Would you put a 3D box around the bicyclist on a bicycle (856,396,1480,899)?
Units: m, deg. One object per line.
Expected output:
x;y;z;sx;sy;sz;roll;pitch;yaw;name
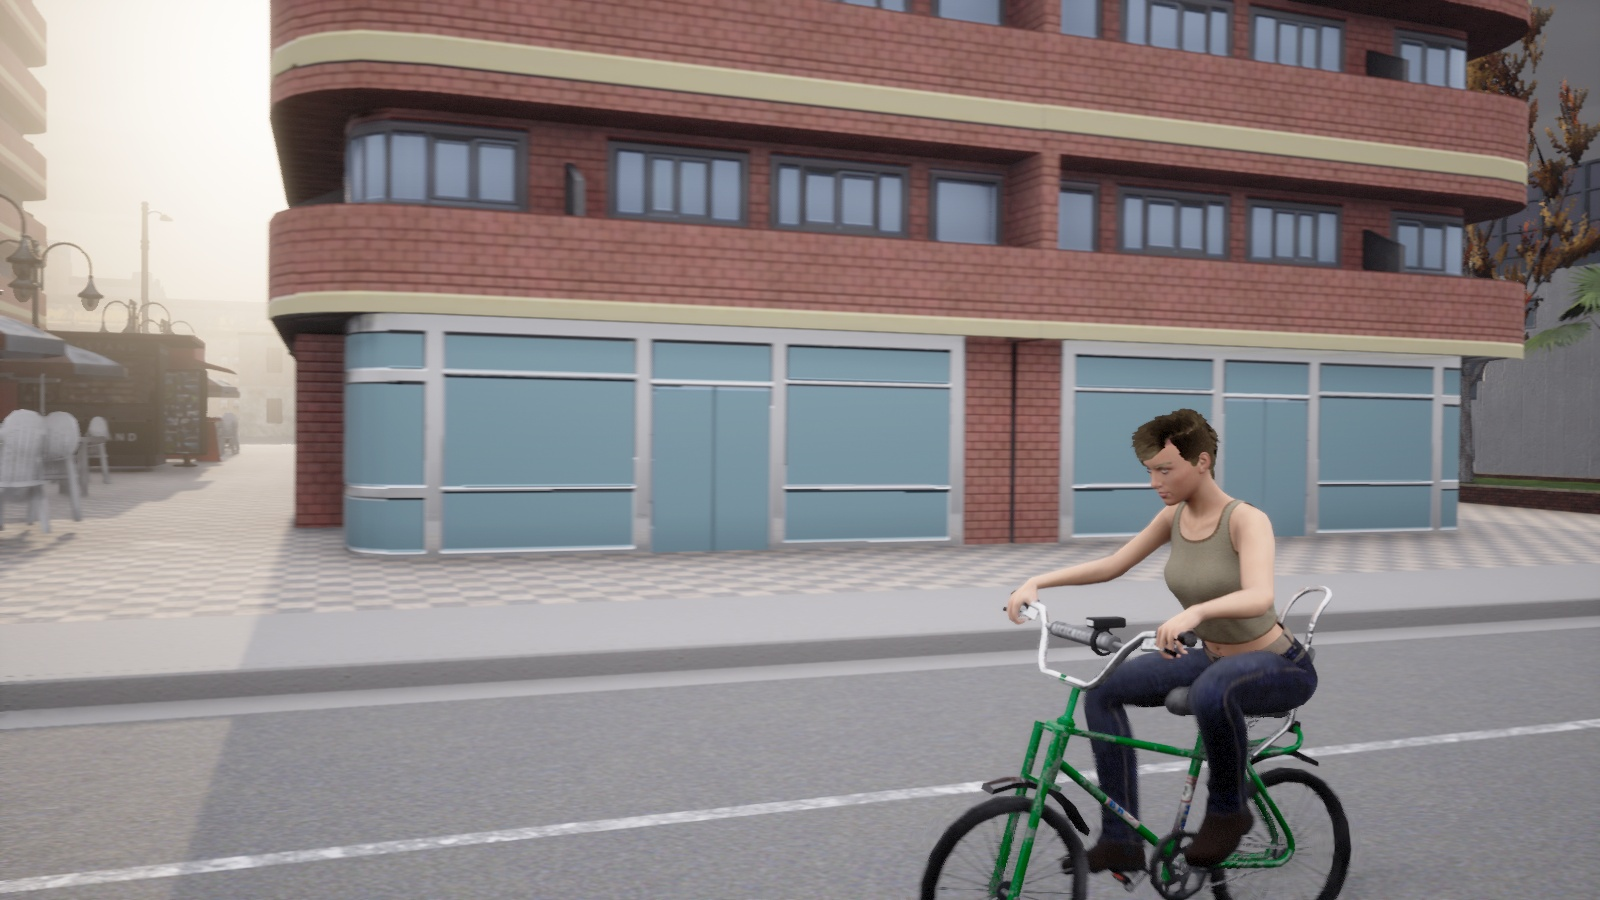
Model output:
1.037;0.664;3.638;1.509;1.612;0.866;-1;1;-21;bicyclist on a bicycle
